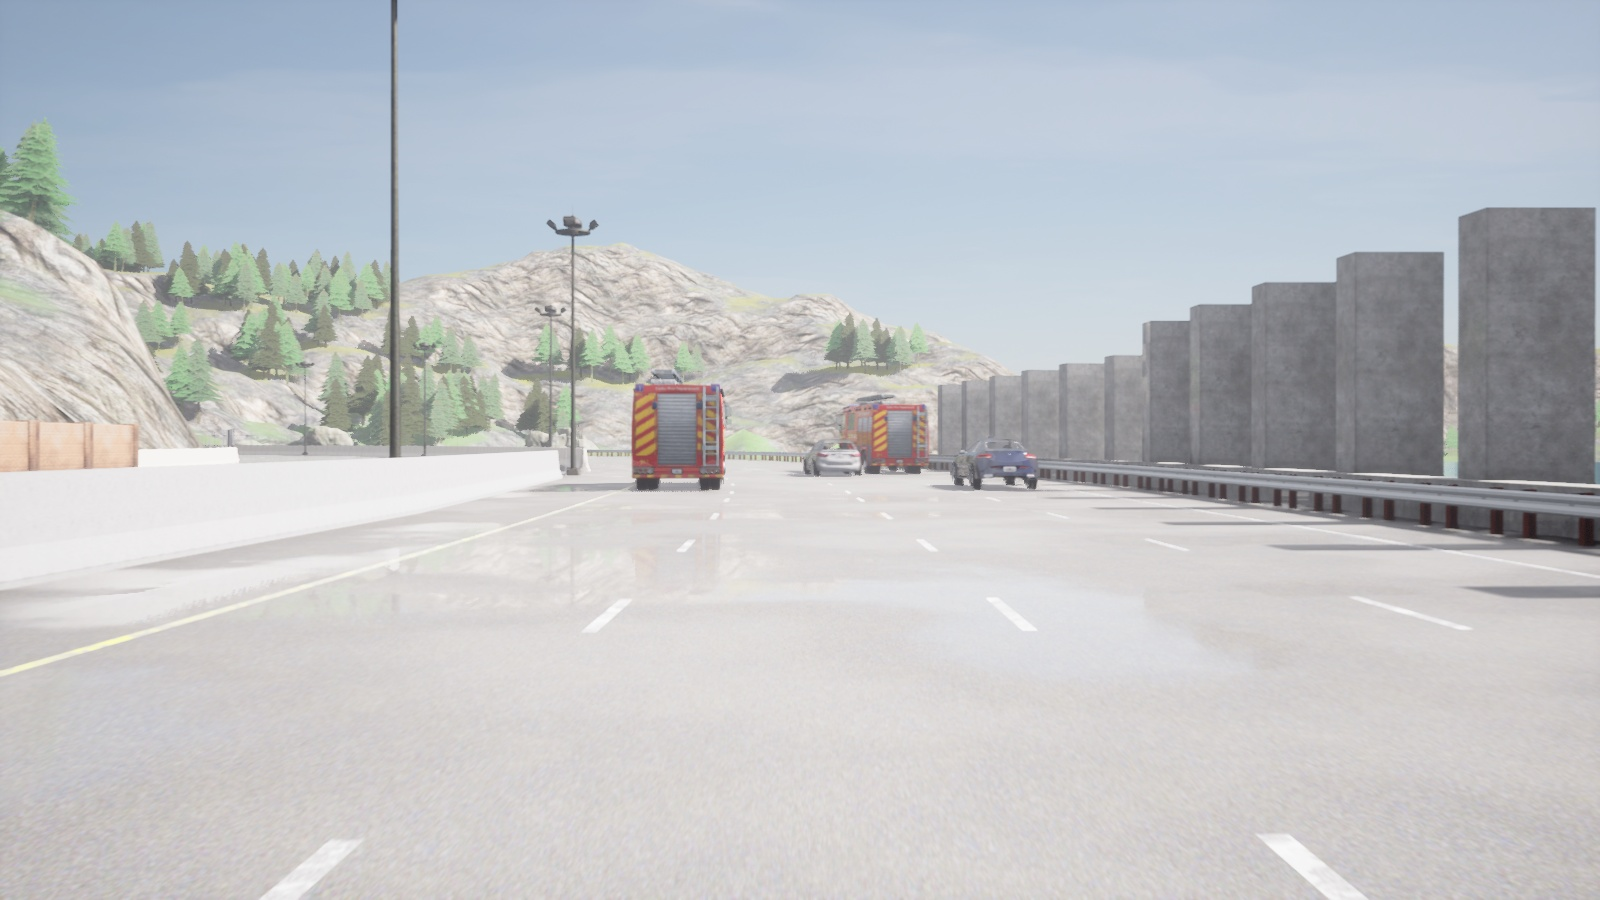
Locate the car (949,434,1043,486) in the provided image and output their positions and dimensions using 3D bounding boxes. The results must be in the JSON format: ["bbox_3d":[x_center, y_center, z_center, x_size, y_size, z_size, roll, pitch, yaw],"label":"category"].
[{"bbox_3d":[6.502,0.292,42.279,2.152,1.651,5.027,0,0,-3],"label":"car"}]

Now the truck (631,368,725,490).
[{"bbox_3d":[-4.087,-0.667,43.651,2.891,3.827,8.468,0,0,-3],"label":"truck"}]

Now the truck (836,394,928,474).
[{"bbox_3d":[4.059,-0.778,64.412,2.891,3.827,8.468,0,0,-9],"label":"truck"}]

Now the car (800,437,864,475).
[{"bbox_3d":[1.437,0.262,58.521,2.242,1.667,4.611,0,0,-8],"label":"car"}]
